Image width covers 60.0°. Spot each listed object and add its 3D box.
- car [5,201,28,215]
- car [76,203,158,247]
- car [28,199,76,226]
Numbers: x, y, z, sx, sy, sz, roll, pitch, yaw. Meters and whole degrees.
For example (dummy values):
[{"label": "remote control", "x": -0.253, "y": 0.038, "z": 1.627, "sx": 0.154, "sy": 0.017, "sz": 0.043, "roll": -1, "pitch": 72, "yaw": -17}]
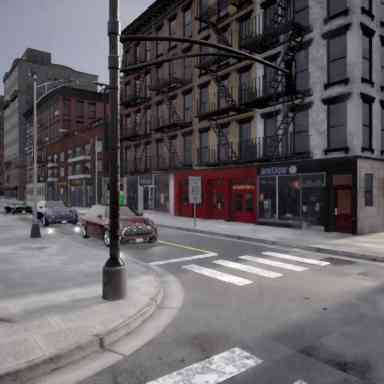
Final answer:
[{"label": "car", "x": -17.026, "y": 1.545, "z": 32.764, "sx": 1.895, "sy": 1.301, "sz": 4.718, "roll": 0, "pitch": 0, "yaw": -38}, {"label": "car", "x": -3.392, "y": 1.335, "z": 15.104, "sx": 2.097, "sy": 1.767, "sz": 4.553, "roll": 0, "pitch": 0, "yaw": -35}, {"label": "car", "x": -9.528, "y": 1.318, "z": 23.039, "sx": 2.097, "sy": 1.767, "sz": 4.553, "roll": 0, "pitch": 0, "yaw": -37}]
